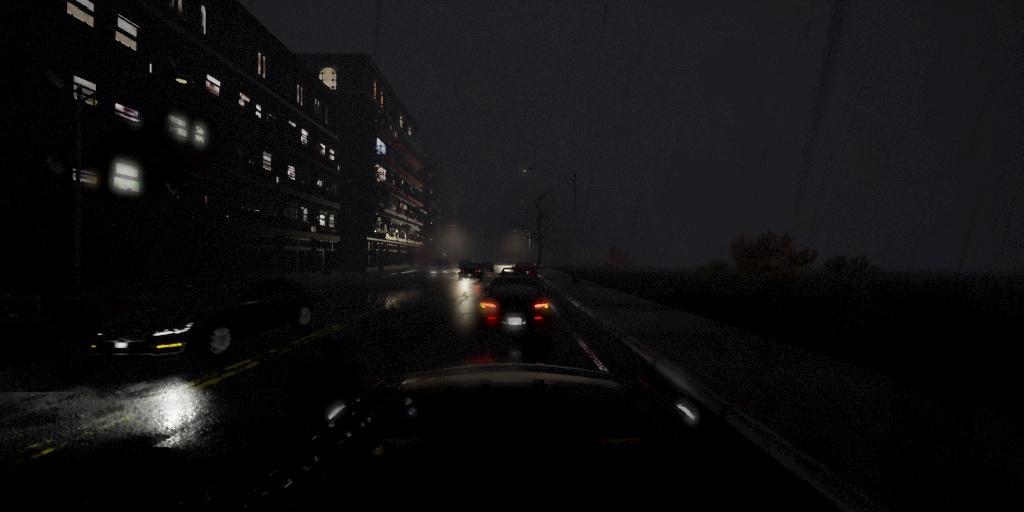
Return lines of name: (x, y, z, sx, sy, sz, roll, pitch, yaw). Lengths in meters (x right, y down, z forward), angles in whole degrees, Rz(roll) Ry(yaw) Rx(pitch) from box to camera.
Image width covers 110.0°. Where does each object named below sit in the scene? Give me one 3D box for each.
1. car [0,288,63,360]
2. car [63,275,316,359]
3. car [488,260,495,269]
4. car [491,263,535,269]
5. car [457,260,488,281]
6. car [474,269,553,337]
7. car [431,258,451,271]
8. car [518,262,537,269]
car: (-9.865, 1.352, 7.103, 1.895, 1.301, 4.718, 0, 0, 0)
car: (-6.620, 1.256, 8.500, 1.837, 1.490, 4.892, 0, 0, 0)
car: (-3.264, 1.245, 45.519, 2.128, 1.511, 4.902, 0, 0, -1)
car: (0.050, 1.317, 20.370, 1.994, 1.385, 4.181, 0, 0, 0)
car: (-3.226, 1.279, 29.485, 1.812, 1.442, 4.674, 0, 0, 0)
car: (0.069, 1.277, 10.203, 1.812, 1.442, 4.674, 0, 0, 0)
car: (-9.978, 1.105, 50.515, 2.097, 1.767, 4.553, 0, 0, 0)
car: (1.061, 1.232, 29.899, 1.882, 1.535, 5.008, 0, 0, 0)
